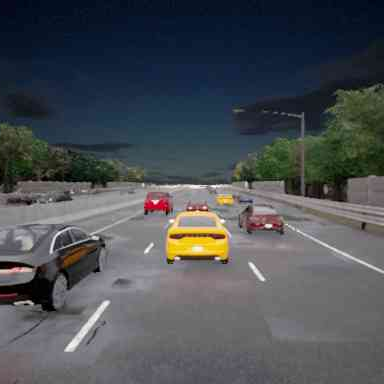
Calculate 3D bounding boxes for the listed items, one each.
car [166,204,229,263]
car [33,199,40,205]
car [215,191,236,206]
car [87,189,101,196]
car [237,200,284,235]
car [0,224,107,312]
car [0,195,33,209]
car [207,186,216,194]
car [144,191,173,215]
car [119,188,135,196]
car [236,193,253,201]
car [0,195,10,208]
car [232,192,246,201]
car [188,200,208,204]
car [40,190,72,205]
[{"bbox_3d":[0.181,1.425,11.830,1.882,1.535,5.008,0,1,1],"label":"car"},{"bbox_3d":[-20.335,1.195,39.347,1.895,1.301,4.718,0,1,2],"label":"car"},{"bbox_3d":[4.319,0.962,44.228,1.882,1.535,5.008,0,1,2],"label":"car"},{"bbox_3d":[-22.734,0.085,77.087,2.033,1.411,5.357,0,2,2],"label":"car"},{"bbox_3d":[3.661,1.404,18.025,1.812,1.442,4.674,0,1,1],"label":"car"},{"bbox_3d":[-3.356,1.470,7.627,2.128,1.511,4.902,0,0,0],"label":"car"},{"bbox_3d":[-13.823,1.166,24.000,2.097,1.767,4.553,0,1,1],"label":"car"},{"bbox_3d":[5.742,-0.257,92.941,1.812,1.442,4.674,0,2,2],"label":"car"},{"bbox_3d":[-2.976,0.948,30.343,2.150,2.045,5.566,0,1,1],"label":"car"},{"bbox_3d":[-12.591,0.243,64.956,2.150,2.045,5.566,0,2,2],"label":"car"},{"bbox_3d":[7.829,0.949,49.007,1.994,1.385,4.181,0,1,3],"label":"car"},{"bbox_3d":[-23.249,1.110,38.092,2.128,1.511,4.902,0,1,-1],"label":"car"},{"bbox_3d":[8.254,0.752,59.070,1.895,1.301,4.718,0,1,2],"label":"car"},{"bbox_3d":[0.515,1.331,29.958,1.895,1.301,4.718,0,1,1],"label":"car"},{"bbox_3d":[-16.859,0.774,41.510,2.150,2.045,5.566,0,1,2],"label":"car"}]
